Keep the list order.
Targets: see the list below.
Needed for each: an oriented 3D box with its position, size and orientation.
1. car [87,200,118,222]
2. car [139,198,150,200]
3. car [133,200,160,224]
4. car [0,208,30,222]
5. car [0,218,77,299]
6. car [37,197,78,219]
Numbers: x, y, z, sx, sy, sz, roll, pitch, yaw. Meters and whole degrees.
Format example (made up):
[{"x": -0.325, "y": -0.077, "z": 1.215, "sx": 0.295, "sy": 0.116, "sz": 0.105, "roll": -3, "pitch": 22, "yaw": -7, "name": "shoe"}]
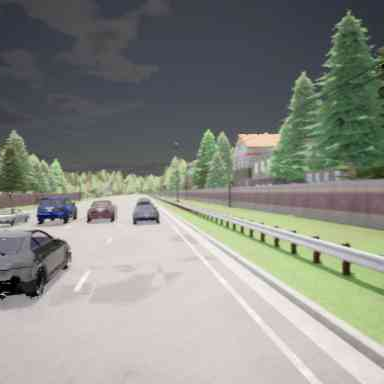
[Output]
[{"x": -7.407, "y": 1.468, "z": 27.841, "sx": 2.097, "sy": 1.767, "sz": 4.553, "roll": -2, "pitch": 0, "yaw": -9, "name": "car"}, {"x": -6.063, "y": 1.545, "z": 42.471, "sx": 1.837, "sy": 1.490, "sz": 4.892, "roll": -2, "pitch": 0, "yaw": -8, "name": "car"}, {"x": -3.542, "y": 1.586, "z": 25.672, "sx": 1.994, "sy": 1.385, "sz": 4.181, "roll": -2, "pitch": 0, "yaw": -8, "name": "car"}, {"x": -14.151, "y": 1.899, "z": 25.681, "sx": 1.895, "sy": 1.301, "sz": 4.718, "roll": -2, "pitch": 0, "yaw": -9, "name": "car"}, {"x": -4.518, "y": 1.658, "z": 8.643, "sx": 1.994, "sy": 1.385, "sz": 4.181, "roll": -2, "pitch": 0, "yaw": -9, "name": "car"}, {"x": -10.825, "y": 1.429, "z": 27.022, "sx": 2.150, "sy": 2.045, "sz": 5.566, "roll": -2, "pitch": 0, "yaw": -9, "name": "car"}]
